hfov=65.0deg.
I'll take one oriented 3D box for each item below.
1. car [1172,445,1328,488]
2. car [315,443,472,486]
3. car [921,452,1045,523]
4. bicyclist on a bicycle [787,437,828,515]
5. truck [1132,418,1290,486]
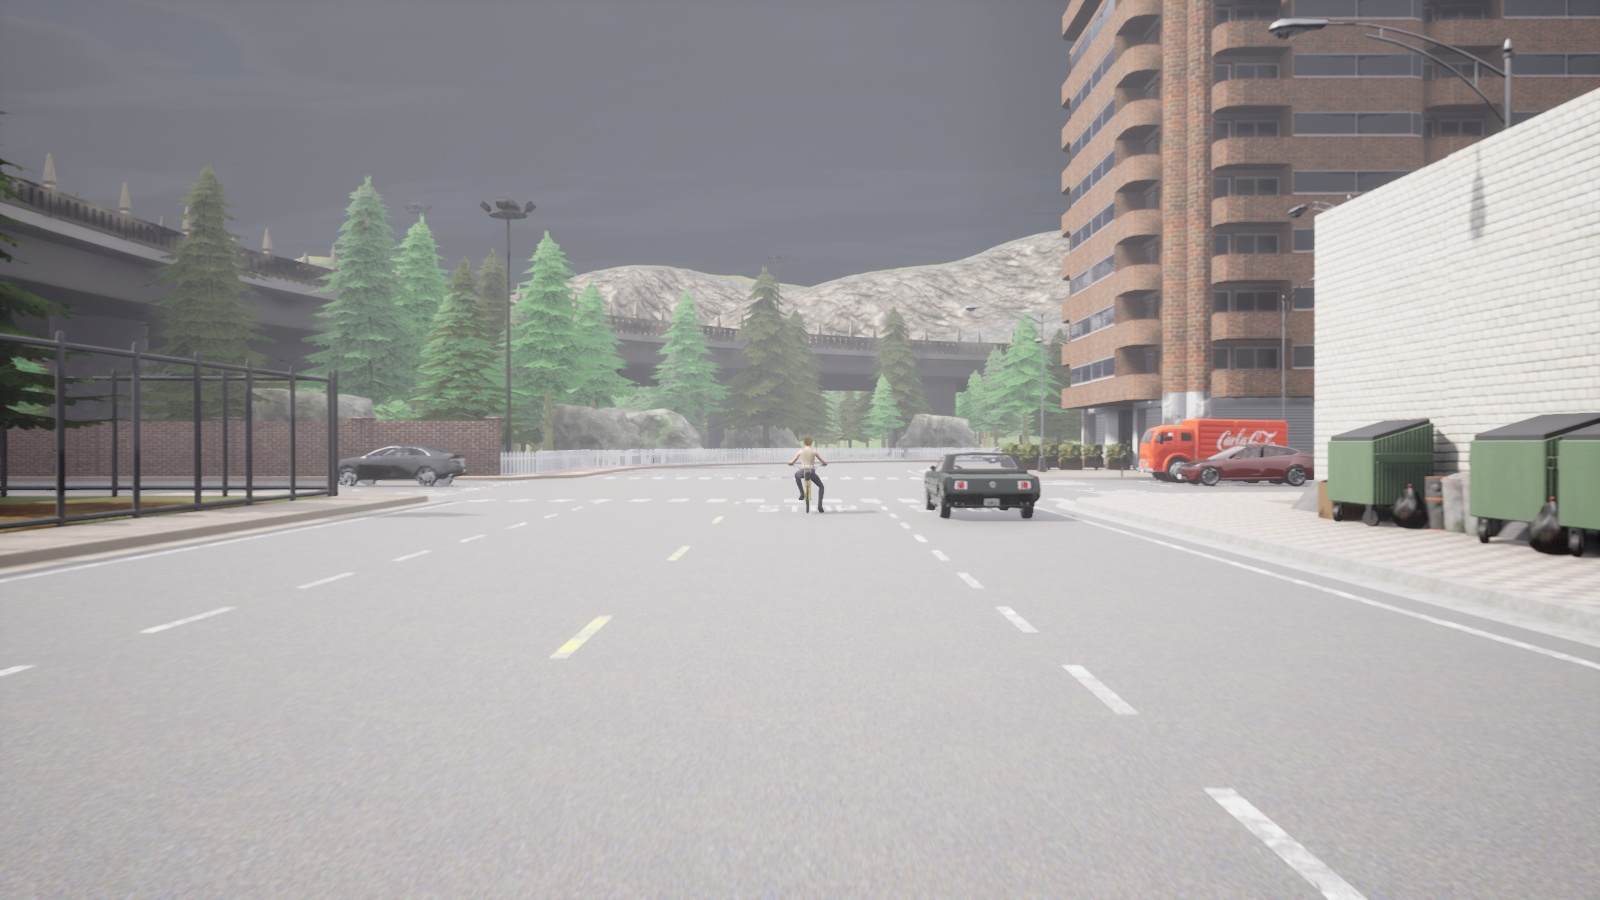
[{"bbox_3d":[15.989,0.562,44.805,4.792,1.488,2.163,0,0,0],"label":"car"},{"bbox_3d":[-14.499,0.494,44.979,4.902,1.511,2.128,0,0,5],"label":"car"},{"bbox_3d":[3.663,0.704,25.964,1.895,1.301,4.718,0,0,0],"label":"car"},{"bbox_3d":[0.166,0.532,26.764,0.866,1.612,1.509,0,0,1],"label":"bicyclist on a bicycle"},{"bbox_3d":[15.721,0.069,48.306,5.204,2.467,2.627,1,0,1],"label":"truck"}]
